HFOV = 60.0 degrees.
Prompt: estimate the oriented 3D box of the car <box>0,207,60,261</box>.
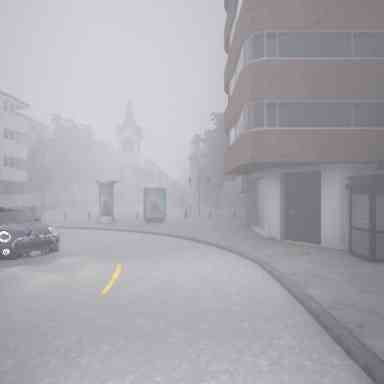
[{"bbox_3d":[-6.731,1.361,11.923,4.553,1.767,2.097,0,0,37],"label":"car"}]
